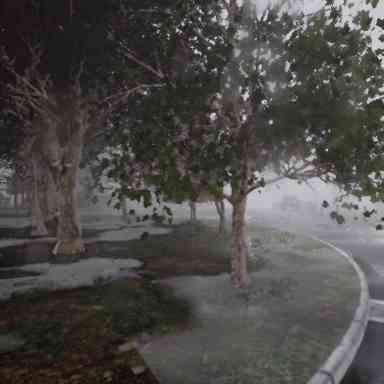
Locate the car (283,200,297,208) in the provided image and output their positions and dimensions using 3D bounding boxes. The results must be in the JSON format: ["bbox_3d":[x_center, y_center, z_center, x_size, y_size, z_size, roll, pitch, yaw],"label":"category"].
[{"bbox_3d":[19.952,2.461,67.722,1.882,1.535,5.008,0,-2,26],"label":"car"}]

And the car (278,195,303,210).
[{"bbox_3d":[13.947,1.531,46.904,2.150,2.045,5.566,0,-2,22],"label":"car"}]

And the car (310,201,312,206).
[{"bbox_3d":[20.467,2.375,61.314,1.994,1.385,4.181,0,-2,26],"label":"car"}]

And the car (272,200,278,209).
[{"bbox_3d":[15.433,2.133,58.295,1.882,1.535,5.008,0,-2,26],"label":"car"}]

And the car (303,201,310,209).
[{"bbox_3d":[18.246,2.197,56.709,2.033,1.411,5.357,0,-2,26],"label":"car"}]

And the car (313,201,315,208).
[{"bbox_3d":[23.783,2.603,68.182,1.994,1.385,4.181,0,-2,26],"label":"car"}]
